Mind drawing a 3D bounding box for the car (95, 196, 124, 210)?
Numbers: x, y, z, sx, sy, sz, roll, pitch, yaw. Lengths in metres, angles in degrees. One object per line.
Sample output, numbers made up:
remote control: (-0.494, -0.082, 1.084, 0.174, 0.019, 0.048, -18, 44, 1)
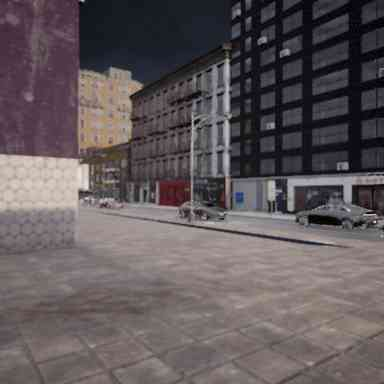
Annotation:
car: (-10.123, 1.427, 41.623, 1.812, 1.442, 4.674, 0, 0, -35)

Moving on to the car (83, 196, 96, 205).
car: (-16.798, 1.372, 56.027, 2.128, 1.511, 4.902, 0, 0, -35)

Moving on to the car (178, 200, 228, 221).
car: (0.773, 1.449, 26.226, 1.837, 1.490, 4.892, 0, -1, -36)

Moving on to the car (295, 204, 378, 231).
car: (8.629, 1.460, 20.268, 2.128, 1.511, 4.902, 0, 0, -35)

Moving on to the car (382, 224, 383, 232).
car: (10.255, 1.557, 12.885, 1.895, 1.301, 4.718, 0, 0, -35)
